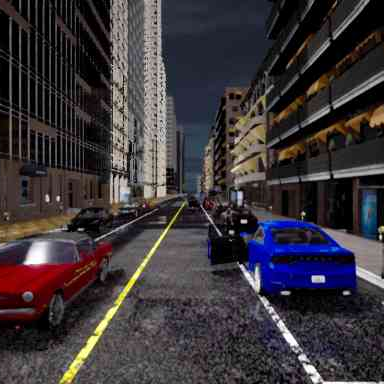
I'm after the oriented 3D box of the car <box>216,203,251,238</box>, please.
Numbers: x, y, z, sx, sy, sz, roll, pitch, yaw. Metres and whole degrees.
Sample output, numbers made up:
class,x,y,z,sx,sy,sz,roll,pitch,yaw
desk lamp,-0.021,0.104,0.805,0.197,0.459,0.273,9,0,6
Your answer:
class,x,y,z,sx,sy,sz,roll,pitch,yaw
car,2.689,1.569,19.272,1.947,1.339,4.313,0,0,0

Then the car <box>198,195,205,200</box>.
class,x,y,z,sx,sy,sz,roll,pitch,yaw
car,2.678,1.633,92.703,1.947,1.339,4.313,0,0,0

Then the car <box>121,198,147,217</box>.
class,x,y,z,sx,sy,sz,roll,pitch,yaw
car,-5.694,1.559,30.567,2.008,1.369,4.403,0,0,0

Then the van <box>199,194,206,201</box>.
class,x,y,z,sx,sy,sz,roll,pitch,yaw
van,2.678,1.400,87.054,1.690,1.788,3.998,0,0,0

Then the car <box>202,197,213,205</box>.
class,x,y,z,sx,sy,sz,roll,pitch,yaw
car,2.682,1.610,58.812,1.802,1.307,4.206,0,0,0

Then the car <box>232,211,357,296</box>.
class,x,y,z,sx,sy,sz,roll,pitch,yaw
car,2.359,1.478,8.686,1.882,1.535,5.008,0,0,0

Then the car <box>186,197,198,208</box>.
class,x,y,z,sx,sy,sz,roll,pitch,yaw
car,-0.006,1.527,50.865,1.837,1.490,4.892,0,0,0

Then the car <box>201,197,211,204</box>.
class,x,y,z,sx,sy,sz,roll,pitch,yaw
car,2.681,1.614,64.460,1.802,1.307,4.206,0,0,0

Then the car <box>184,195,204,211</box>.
class,x,y,z,sx,sy,sz,roll,pitch,yaw
car,0.085,1.506,40.674,2.128,1.511,4.902,0,0,0

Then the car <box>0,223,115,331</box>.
class,x,y,z,sx,sy,sz,roll,pitch,yaw
car,-3.100,1.601,6.959,1.895,1.301,4.718,0,0,0

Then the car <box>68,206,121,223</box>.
class,x,y,z,sx,sy,sz,roll,pitch,yaw
car,-5.693,1.569,19.270,1.947,1.339,4.313,0,0,0

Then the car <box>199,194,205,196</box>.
class,x,y,z,sx,sy,sz,roll,pitch,yaw
car,2.684,1.339,53.163,2.192,1.841,5.009,0,0,0

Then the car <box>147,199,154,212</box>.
class,x,y,z,sx,sy,sz,roll,pitch,yaw
car,-5.695,1.452,36.217,1.967,1.590,4.097,0,0,0

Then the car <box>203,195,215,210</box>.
class,x,y,z,sx,sy,sz,roll,pitch,yaw
car,2.685,1.456,41.866,1.967,1.590,4.097,0,0,0

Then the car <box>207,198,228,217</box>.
class,x,y,z,sx,sy,sz,roll,pitch,yaw
car,2.686,1.559,30.569,2.008,1.369,4.403,0,0,0
